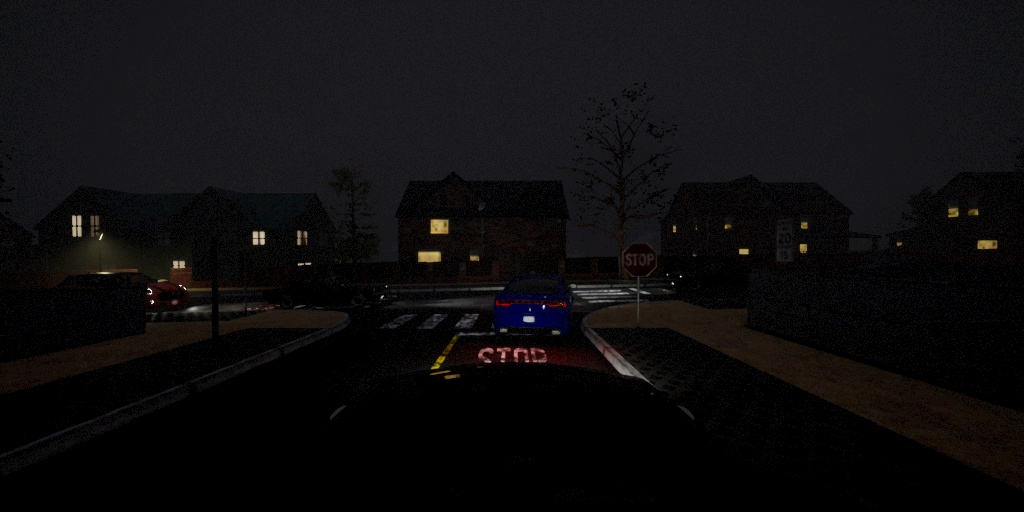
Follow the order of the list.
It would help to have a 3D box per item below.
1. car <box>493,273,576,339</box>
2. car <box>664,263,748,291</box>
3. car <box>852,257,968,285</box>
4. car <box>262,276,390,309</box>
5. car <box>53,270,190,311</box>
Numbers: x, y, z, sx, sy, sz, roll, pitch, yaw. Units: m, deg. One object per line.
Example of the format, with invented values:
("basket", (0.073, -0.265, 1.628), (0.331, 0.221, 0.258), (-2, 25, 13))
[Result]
("car", (0.789, 1.226, 10.247), (1.882, 1.535, 5.008), (0, 0, 10))
("car", (10.416, 1.034, 18.380), (4.718, 1.301, 1.895), (-1, 1, -1))
("car", (20.061, 0.753, 18.413), (5.357, 1.411, 2.033), (-1, 1, 0))
("car", (-7.807, 1.506, 15.457), (4.718, 1.301, 1.895), (-1, 1, 0))
("car", (-16.795, 1.472, 15.452), (4.553, 1.767, 2.097), (-1, 1, 0))
